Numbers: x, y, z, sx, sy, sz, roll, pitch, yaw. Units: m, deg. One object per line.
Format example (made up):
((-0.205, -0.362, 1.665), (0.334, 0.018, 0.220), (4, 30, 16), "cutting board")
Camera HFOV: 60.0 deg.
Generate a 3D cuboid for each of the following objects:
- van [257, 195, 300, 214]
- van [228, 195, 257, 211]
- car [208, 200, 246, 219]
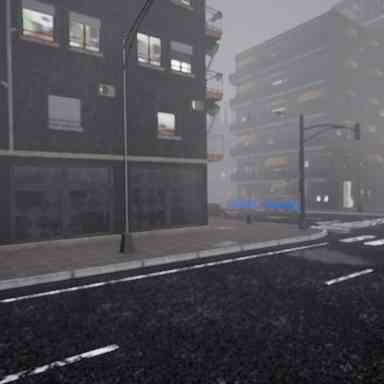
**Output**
((9.028, 1.214, 33.919), (1.690, 1.788, 3.998), (-2, 1, -36), "van")
((5.715, 1.289, 38.436), (1.690, 1.788, 3.998), (-2, 1, -36), "van")
((2.291, 1.607, 29.006), (1.802, 1.307, 4.206), (-2, 1, -36), "car")
